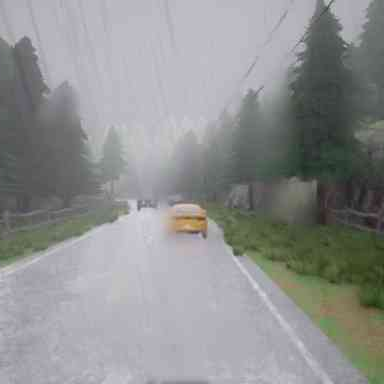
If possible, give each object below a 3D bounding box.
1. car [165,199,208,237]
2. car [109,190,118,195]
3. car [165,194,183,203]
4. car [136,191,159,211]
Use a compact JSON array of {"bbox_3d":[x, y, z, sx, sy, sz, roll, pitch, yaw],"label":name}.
[{"bbox_3d":[-0.273,1.352,17.072,1.882,1.535,5.008,0,0,-2],"label":"car"},{"bbox_3d":[-18.456,0.319,74.946,2.150,2.045,5.566,0,1,-34],"label":"car"},{"bbox_3d":[-2.165,1.052,41.239,2.097,1.767,4.553,0,0,-10],"label":"car"},{"bbox_3d":[-4.832,0.961,36.481,2.150,2.045,5.566,0,0,-7],"label":"car"}]
